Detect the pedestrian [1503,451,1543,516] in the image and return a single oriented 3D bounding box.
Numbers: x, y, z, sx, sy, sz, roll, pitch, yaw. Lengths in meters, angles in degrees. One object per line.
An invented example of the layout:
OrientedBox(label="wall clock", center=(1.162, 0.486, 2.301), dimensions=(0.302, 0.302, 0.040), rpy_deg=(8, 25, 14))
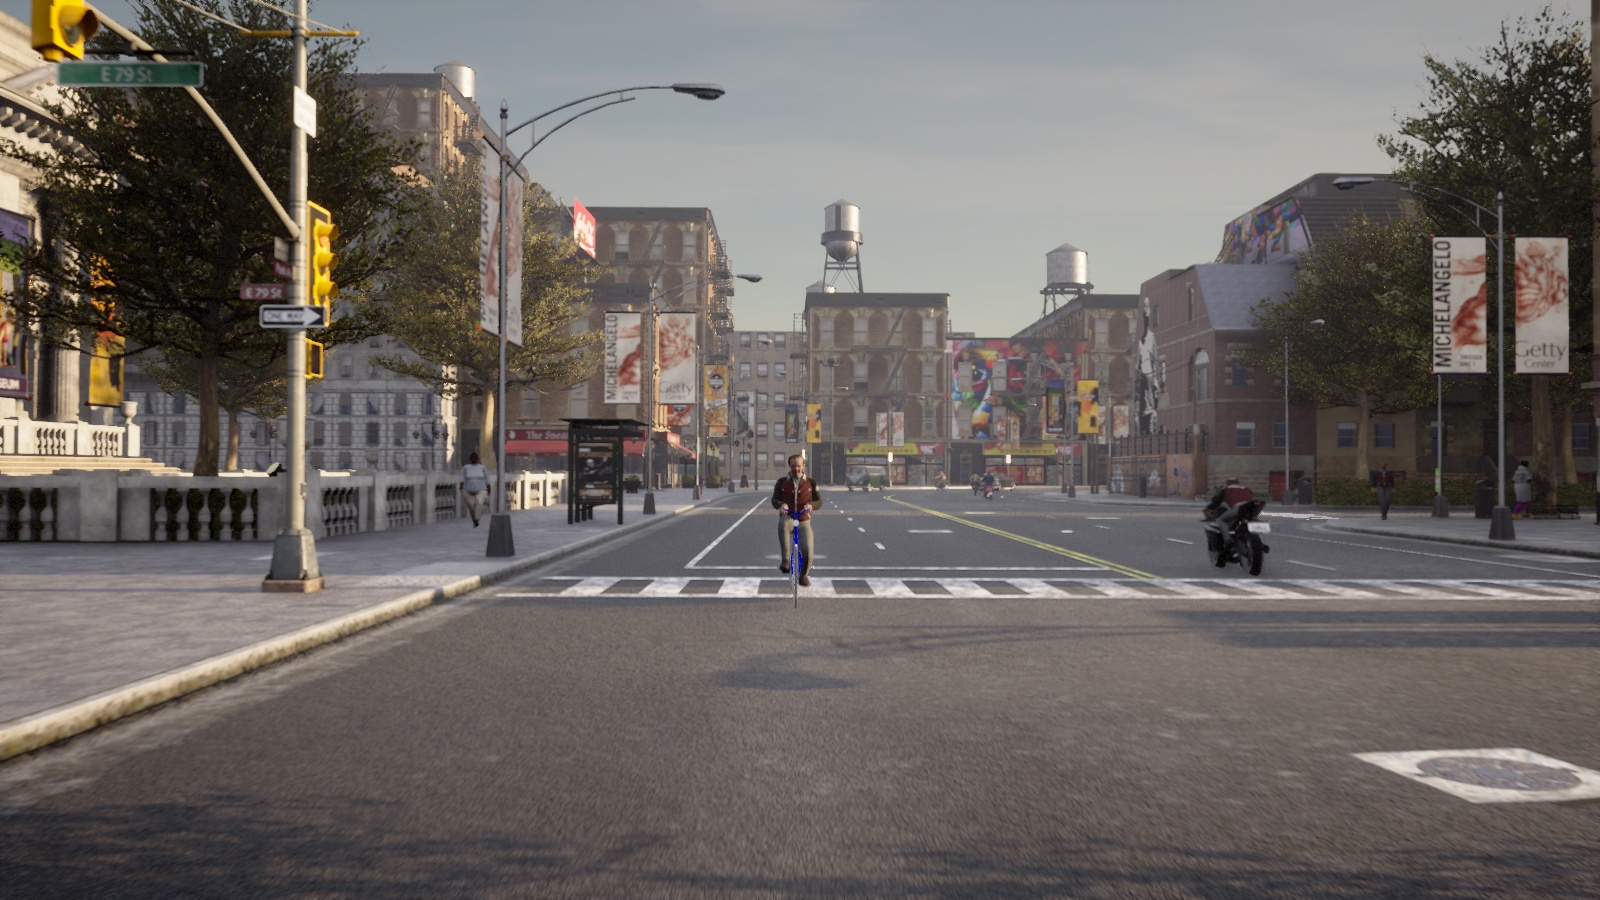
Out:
OrientedBox(label="pedestrian", center=(22.233, 1.029, 38.623), dimensions=(0.873, 1.952, 0.659), rpy_deg=(0, -1, 7))

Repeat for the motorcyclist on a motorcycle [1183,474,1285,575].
OrientedBox(label="motorcyclist on a motorcycle", center=(6.949, 1.161, 20.227), dimensions=(0.866, 1.530, 2.191), rpy_deg=(0, -1, 0))

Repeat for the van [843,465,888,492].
OrientedBox(label="van", center=(4.965, 2.135, 94.808), dimensions=(1.775, 1.987, 4.442), rpy_deg=(-1, -1, 26))

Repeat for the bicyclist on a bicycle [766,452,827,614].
OrientedBox(label="bicyclist on a bicycle", center=(-0.038, 0.932, 14.704), dimensions=(0.659, 1.776, 1.843), rpy_deg=(0, -1, 0))

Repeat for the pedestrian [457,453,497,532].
OrientedBox(label="pedestrian", center=(-7.711, 1.004, 29.994), dimensions=(0.874, 1.855, 0.900), rpy_deg=(0, -1, -11))

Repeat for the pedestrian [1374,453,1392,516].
OrientedBox(label="pedestrian", center=(17.461, 1.031, 37.599), dimensions=(0.376, 1.854, 0.720), rpy_deg=(-1, -1, 17))
